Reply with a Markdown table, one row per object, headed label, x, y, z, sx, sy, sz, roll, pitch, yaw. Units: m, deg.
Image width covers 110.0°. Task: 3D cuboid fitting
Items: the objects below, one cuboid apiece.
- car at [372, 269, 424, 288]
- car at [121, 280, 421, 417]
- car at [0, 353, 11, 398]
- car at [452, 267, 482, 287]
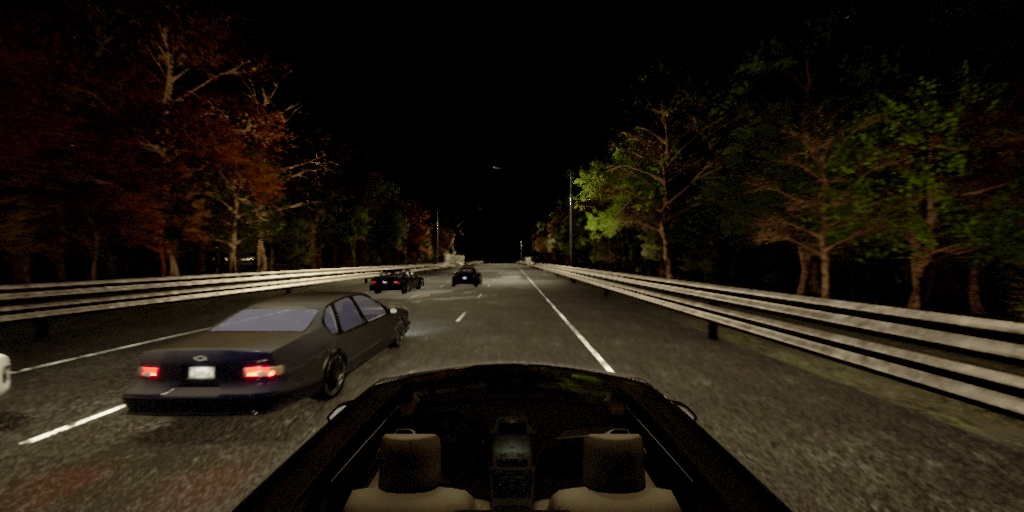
| label | x | y | z | sx | sy | sz | roll | pitch | yaw |
| --- | --- | --- | --- | --- | --- | --- | --- | --- | --- |
| car | -6.903 | 1.496 | 21.975 | 2.033 | 1.411 | 5.357 | 0 | -1 | 0 |
| car | -3.401 | 1.344 | 6.440 | 2.033 | 1.411 | 5.357 | 0 | -1 | 0 |
| car | -6.900 | 0.972 | 1.675 | 2.150 | 2.045 | 5.566 | 0 | -1 | 0 |
| car | -3.405 | 1.569 | 27.755 | 1.994 | 1.385 | 4.181 | 0 | -1 | 0 |
